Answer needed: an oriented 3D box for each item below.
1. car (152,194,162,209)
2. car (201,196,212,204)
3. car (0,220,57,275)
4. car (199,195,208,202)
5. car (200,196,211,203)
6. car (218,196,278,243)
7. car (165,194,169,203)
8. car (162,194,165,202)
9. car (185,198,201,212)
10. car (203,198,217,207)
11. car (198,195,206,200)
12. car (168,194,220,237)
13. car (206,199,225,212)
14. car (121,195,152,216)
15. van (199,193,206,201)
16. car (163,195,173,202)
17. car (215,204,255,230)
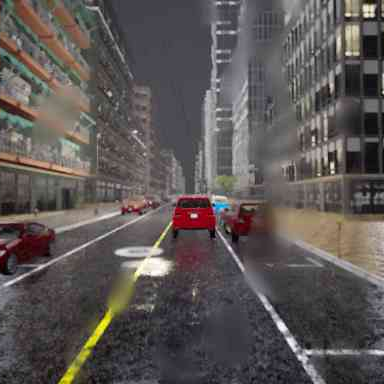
[{"bbox_3d":[-5.668,1.305,44.632,2.192,1.841,5.009,1,0,0],"label":"car"},{"bbox_3d":[2.675,1.540,61.604,1.947,1.339,4.313,1,0,0],"label":"car"},{"bbox_3d":[-5.675,1.584,10.440,1.802,1.307,4.206,1,0,0],"label":"car"},{"bbox_3d":[2.676,1.500,78.697,1.887,1.381,4.507,1,0,0],"label":"car"},{"bbox_3d":[2.675,1.534,67.302,1.947,1.339,4.313,1,0,0],"label":"car"},{"bbox_3d":[2.710,1.314,16.021,2.192,1.841,5.009,1,0,0],"label":"car"},{"bbox_3d":[-5.667,1.285,67.427,2.192,1.841,5.009,1,0,0],"label":"car"},{"bbox_3d":[-5.670,1.426,50.332,1.967,1.590,4.097,1,0,0],"label":"car"},{"bbox_3d":[0.100,1.497,39.129,1.837,1.490,4.892,0,0,0],"label":"car"},{"bbox_3d":[2.674,1.566,50.208,1.802,1.307,4.206,1,0,0],"label":"car"},{"bbox_3d":[2.676,1.509,90.093,1.947,1.339,4.313,1,0,0],"label":"car"},{"bbox_3d":[0.098,1.220,18.256,2.150,2.045,5.566,0,0,0],"label":"car"},{"bbox_3d":[2.683,1.557,38.812,1.947,1.339,4.313,1,0,0],"label":"car"},{"bbox_3d":[-5.669,1.311,33.237,2.192,1.841,5.009,1,0,0],"label":"car"},{"bbox_3d":[2.681,1.290,84.395,1.690,1.788,3.998,1,0,0],"label":"van"},{"bbox_3d":[-5.671,1.523,78.823,1.947,1.339,4.313,1,0,0],"label":"car"},{"bbox_3d":[2.706,1.549,21.719,2.008,1.369,4.403,1,0,0],"label":"car"}]
